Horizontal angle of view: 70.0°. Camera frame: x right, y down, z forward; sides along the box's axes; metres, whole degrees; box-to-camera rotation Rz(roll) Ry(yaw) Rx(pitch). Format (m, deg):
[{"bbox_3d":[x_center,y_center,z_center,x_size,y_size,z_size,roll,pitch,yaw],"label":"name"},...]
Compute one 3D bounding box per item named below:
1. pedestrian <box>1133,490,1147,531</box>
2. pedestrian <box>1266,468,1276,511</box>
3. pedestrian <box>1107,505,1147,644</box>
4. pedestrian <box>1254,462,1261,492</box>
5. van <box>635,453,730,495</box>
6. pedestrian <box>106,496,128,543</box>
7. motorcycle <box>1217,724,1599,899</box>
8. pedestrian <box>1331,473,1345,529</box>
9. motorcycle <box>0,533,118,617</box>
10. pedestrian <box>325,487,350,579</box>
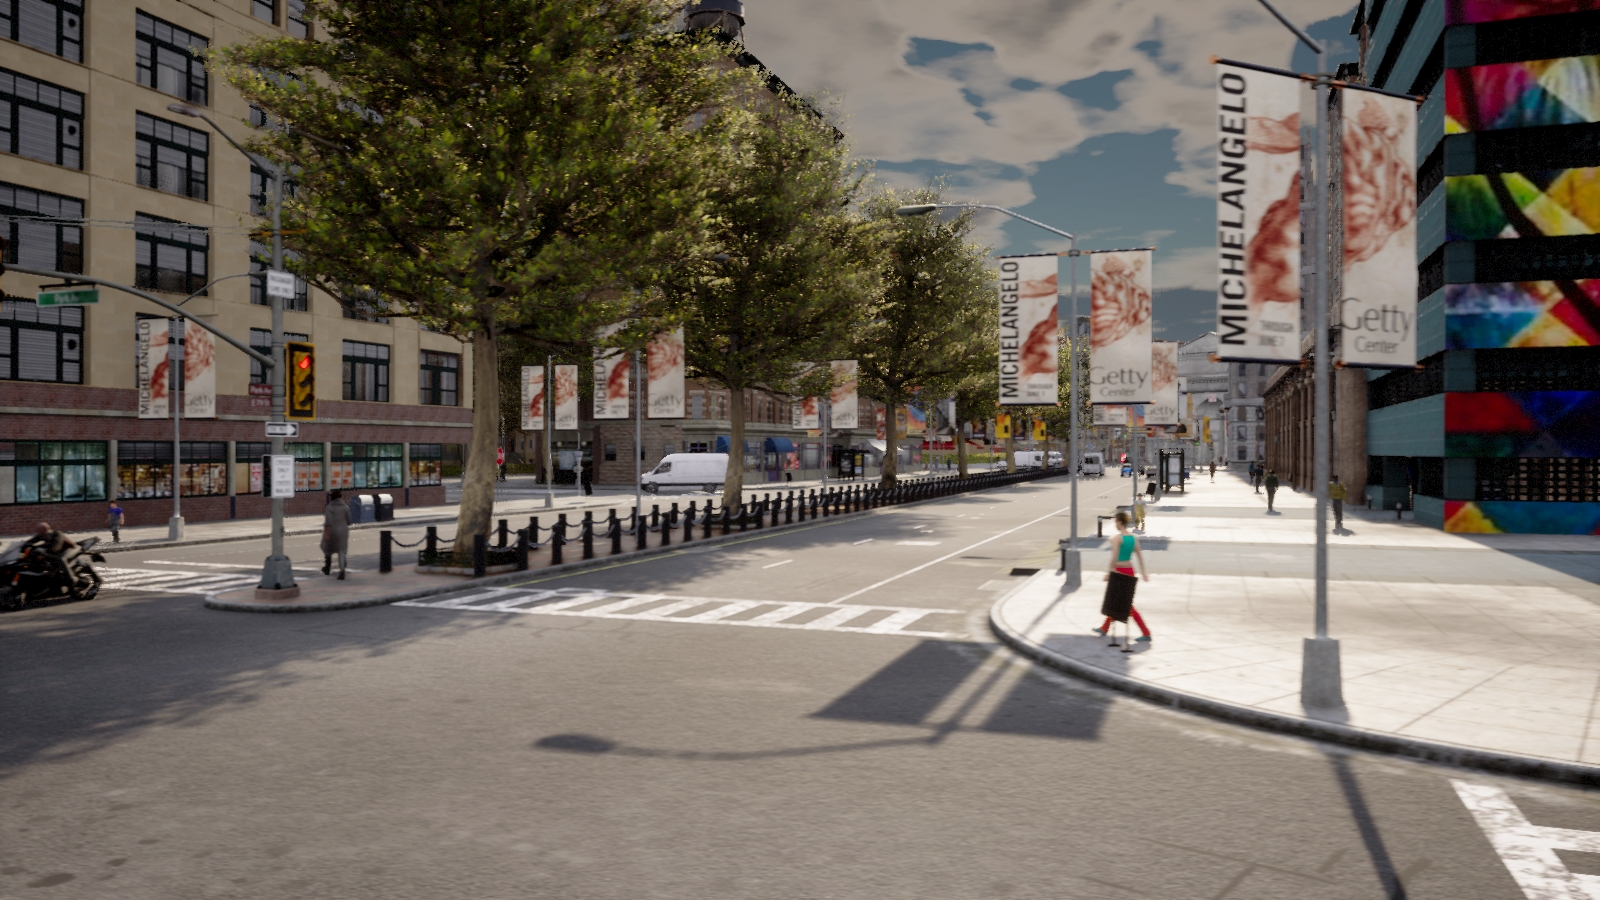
[{"bbox_3d":[11.161,1.974,37.462,0.375,1.300,0.375,0,0,28],"label":"pedestrian"},{"bbox_3d":[20.269,1.697,49.155,0.375,1.860,0.375,0,0,22],"label":"pedestrian"},{"bbox_3d":[4.492,1.697,15.706,0.375,1.860,0.375,0,0,-39],"label":"pedestrian"},{"bbox_3d":[28.477,1.698,71.108,0.375,1.860,0.375,0,0,20],"label":"pedestrian"},{"bbox_3d":[-7.443,1.510,72.895,5.915,2.561,1.988,0,1,-2],"label":"van"},{"bbox_3d":[-19.156,1.954,32.031,0.375,1.300,0.375,0,0,4],"label":"pedestrian"},{"bbox_3d":[3.088,2.182,5.823,1.805,1.236,0.856,0,0,20],"label":"motorcycle"},{"bbox_3d":[17.969,1.698,38.150,0.375,1.860,0.375,0,0,29],"label":"pedestrian"},{"bbox_3d":[-13.488,2.190,20.439,0.867,1.251,2.209,0,0,16],"label":"motorcycle"},{"bbox_3d":[-9.483,1.691,23.433,0.375,1.860,0.375,0,0,-42],"label":"pedestrian"}]
